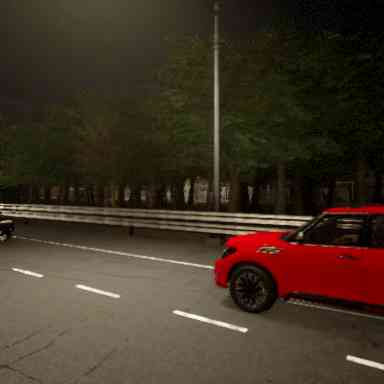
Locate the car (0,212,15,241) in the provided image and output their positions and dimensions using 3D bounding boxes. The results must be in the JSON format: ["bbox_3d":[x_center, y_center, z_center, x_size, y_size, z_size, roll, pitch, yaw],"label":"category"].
[{"bbox_3d":[-10.128,1.497,15.409,4.902,1.511,2.128,0,0,36],"label":"car"}]

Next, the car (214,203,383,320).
[{"bbox_3d":[3.109,1.223,5.950,5.566,2.045,2.150,0,0,35],"label":"car"}]
